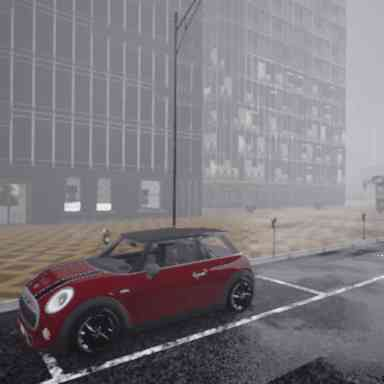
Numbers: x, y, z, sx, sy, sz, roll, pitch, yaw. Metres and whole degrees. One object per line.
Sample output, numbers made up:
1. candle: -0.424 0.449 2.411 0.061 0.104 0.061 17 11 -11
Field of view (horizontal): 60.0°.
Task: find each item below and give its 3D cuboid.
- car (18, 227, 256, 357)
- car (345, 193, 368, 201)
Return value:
1. car: -0.823 1.431 5.967 4.097 1.590 1.967 0 1 -36
2. car: 40.143 1.234 81.095 2.192 1.841 5.009 0 0 -35
